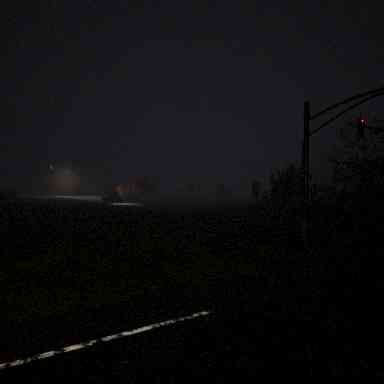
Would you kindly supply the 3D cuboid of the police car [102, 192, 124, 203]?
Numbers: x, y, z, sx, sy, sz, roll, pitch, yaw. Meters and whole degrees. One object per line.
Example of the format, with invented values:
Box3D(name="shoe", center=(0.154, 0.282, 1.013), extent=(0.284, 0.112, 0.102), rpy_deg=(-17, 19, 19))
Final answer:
Box3D(name="police car", center=(-11.806, 0.821, 49.790), extent=(2.038, 1.542, 4.974), rpy_deg=(1, 0, -32))
